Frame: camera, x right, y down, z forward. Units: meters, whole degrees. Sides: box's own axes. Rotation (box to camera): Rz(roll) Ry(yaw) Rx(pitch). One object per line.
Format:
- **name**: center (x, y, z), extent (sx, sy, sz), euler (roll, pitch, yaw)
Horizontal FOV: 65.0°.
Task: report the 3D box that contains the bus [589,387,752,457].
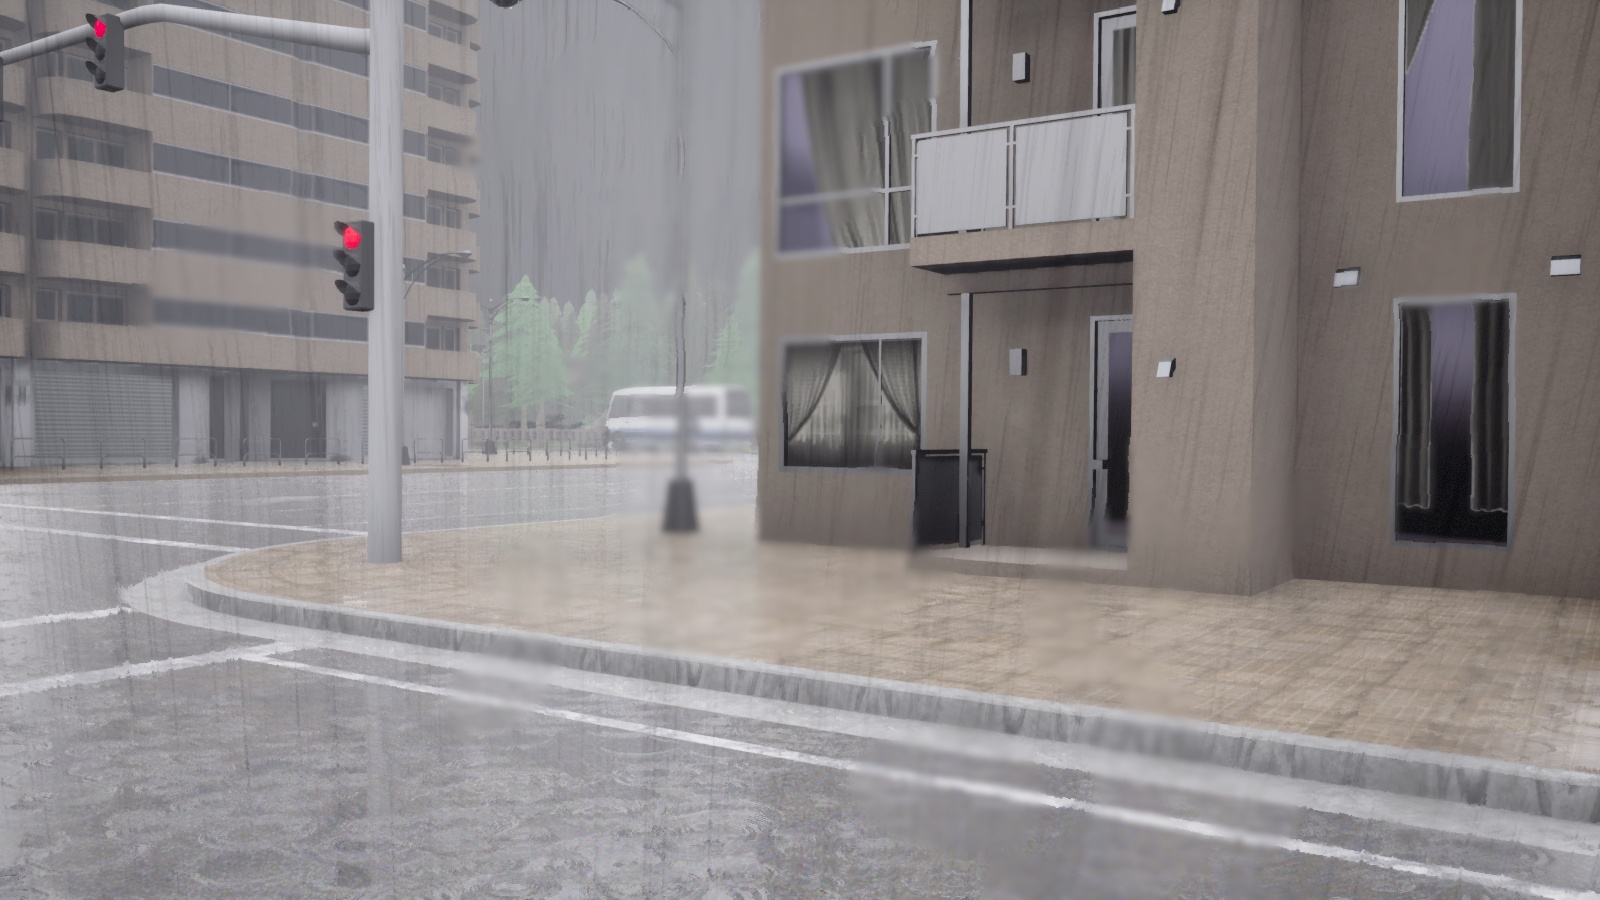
- **bus**: center (-8.404, -1.730, 80.966), extent (10.273, 4.253, 3.944), euler (0, 1, 34)
